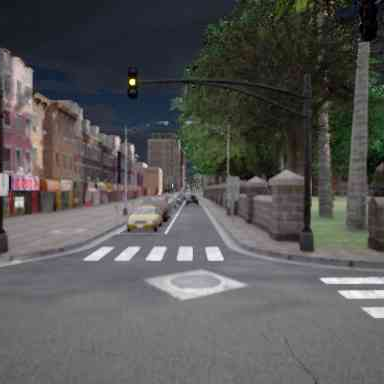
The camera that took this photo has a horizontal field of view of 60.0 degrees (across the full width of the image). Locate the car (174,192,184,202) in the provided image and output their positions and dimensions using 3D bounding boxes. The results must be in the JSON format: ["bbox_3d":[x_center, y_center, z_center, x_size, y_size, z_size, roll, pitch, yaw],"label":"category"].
[{"bbox_3d":[-2.614,1.116,51.111,1.967,1.590,4.097,0,0,0],"label":"car"}]

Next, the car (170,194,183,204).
[{"bbox_3d":[-2.609,1.084,56.382,1.967,1.590,4.097,0,0,0],"label":"car"}]

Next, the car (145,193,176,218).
[{"bbox_3d":[-2.639,1.155,24.760,2.192,1.841,5.009,0,0,0],"label":"car"}]

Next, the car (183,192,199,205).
[{"bbox_3d":[0.033,1.193,49.425,1.837,1.490,4.892,0,0,0],"label":"car"}]

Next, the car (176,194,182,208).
[{"bbox_3d":[-2.624,1.292,40.572,2.008,1.369,4.403,0,0,0],"label":"car"}]

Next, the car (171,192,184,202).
[{"bbox_3d":[-2.604,0.926,61.652,2.192,1.841,5.009,0,0,0],"label":"car"}]

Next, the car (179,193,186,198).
[{"bbox_3d":[-2.576,0.999,93.002,1.802,1.307,4.206,0,0,0],"label":"car"}]

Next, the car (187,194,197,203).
[{"bbox_3d":[0.040,1.150,59.844,1.812,1.442,4.674,0,0,0],"label":"car"}]

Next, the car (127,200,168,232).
[{"bbox_3d":[-2.639,1.400,19.324,1.752,1.417,4.829,0,0,0],"label":"car"}]

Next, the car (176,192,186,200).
[{"bbox_3d":[-2.589,0.828,77.462,2.192,1.841,5.009,0,0,0],"label":"car"}]

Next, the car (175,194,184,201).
[{"bbox_3d":[-2.594,1.072,72.023,1.752,1.417,4.829,0,0,0],"label":"car"}]
